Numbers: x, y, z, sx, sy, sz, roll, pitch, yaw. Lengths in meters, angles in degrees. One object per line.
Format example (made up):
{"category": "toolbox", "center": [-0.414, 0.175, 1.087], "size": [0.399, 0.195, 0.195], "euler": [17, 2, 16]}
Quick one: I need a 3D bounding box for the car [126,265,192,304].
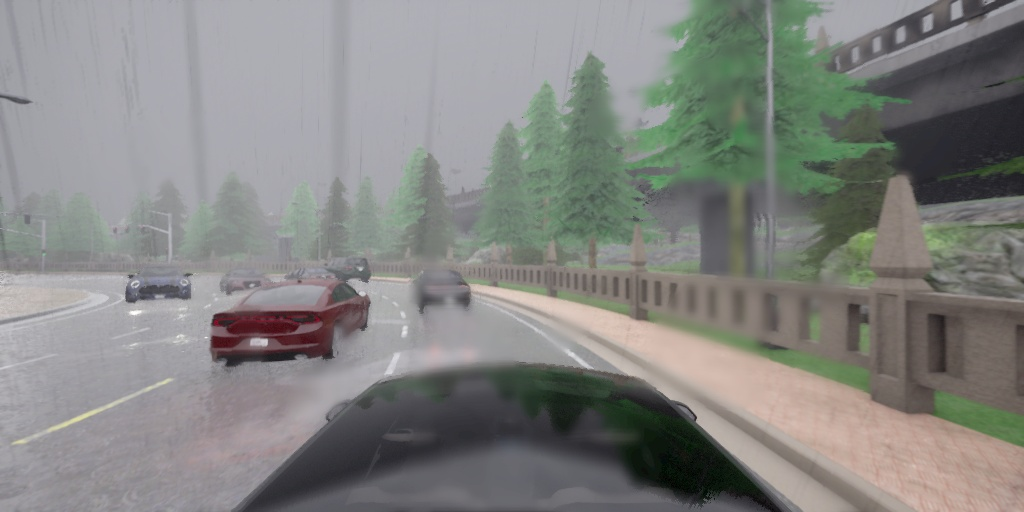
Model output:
{"category": "car", "center": [-17.126, 1.234, 17.552], "size": [2.097, 1.767, 4.553], "euler": [0, 0, -43]}

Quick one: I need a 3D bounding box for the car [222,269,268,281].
{"category": "car", "center": [-15.303, 1.450, 20.676], "size": [1.994, 1.385, 4.181], "euler": [0, 0, -45]}

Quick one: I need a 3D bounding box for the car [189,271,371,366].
{"category": "car", "center": [-4.586, 1.272, 8.255], "size": [1.882, 1.535, 5.008], "euler": [0, 0, -11]}

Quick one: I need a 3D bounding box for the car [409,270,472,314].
{"category": "car", "center": [-2.920, 1.300, 14.256], "size": [2.128, 1.511, 4.902], "euler": [0, 0, -21]}

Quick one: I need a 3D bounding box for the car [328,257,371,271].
{"category": "car", "center": [-13.498, 1.130, 28.815], "size": [5.566, 2.045, 2.150], "euler": [0, -1, 40]}

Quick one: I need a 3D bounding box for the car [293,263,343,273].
{"category": "car", "center": [-13.900, 1.442, 24.663], "size": [5.357, 1.411, 2.033], "euler": [0, 0, 43]}
